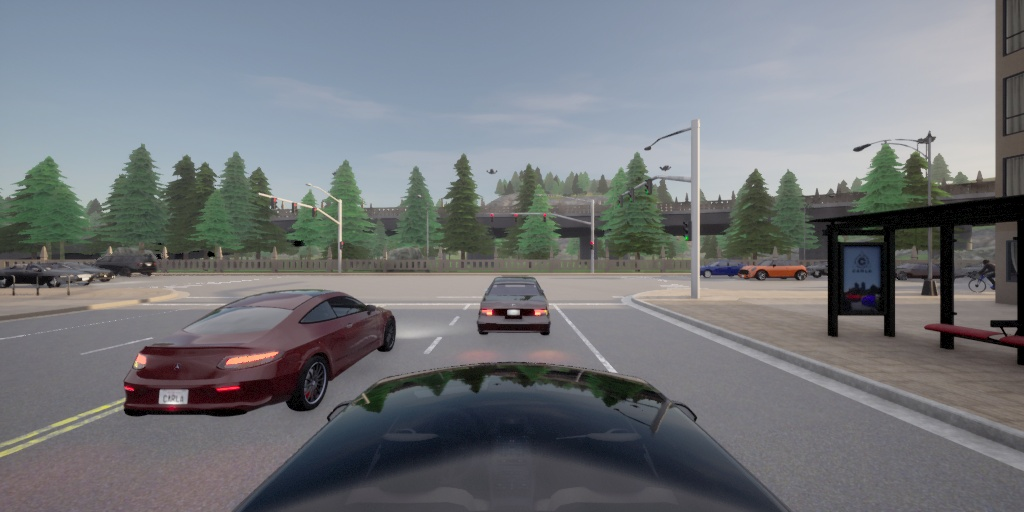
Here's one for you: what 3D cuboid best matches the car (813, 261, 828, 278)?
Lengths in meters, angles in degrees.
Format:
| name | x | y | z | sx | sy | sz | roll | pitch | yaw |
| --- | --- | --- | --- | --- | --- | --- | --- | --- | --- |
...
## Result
| name | x | y | z | sx | sy | sz | roll | pitch | yaw |
| --- | --- | --- | --- | --- | --- | --- | --- | --- | --- |
| car | 28.286 | 1.186 | 32.146 | 4.902 | 1.511 | 2.128 | 0 | 0 | 4 |

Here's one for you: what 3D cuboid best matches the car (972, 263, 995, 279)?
| name | x | y | z | sx | sy | sz | roll | pitch | yaw |
| --- | --- | --- | --- | --- | --- | --- | --- | --- | --- |
| car | 39.550 | 1.258 | 29.983 | 4.181 | 1.385 | 1.994 | 0 | 0 | 20 |

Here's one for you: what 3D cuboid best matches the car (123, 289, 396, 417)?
| name | x | y | z | sx | sy | sz | roll | pitch | yaw |
| --- | --- | --- | --- | --- | --- | --- | --- | --- | --- |
| car | -3.447 | 1.276 | 5.969 | 1.812 | 1.442 | 4.674 | 0 | 0 | 0 |

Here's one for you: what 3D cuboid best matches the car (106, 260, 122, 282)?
| name | x | y | z | sx | sy | sz | roll | pitch | yaw |
| --- | --- | --- | --- | --- | --- | --- | --- | --- | --- |
| car | -31.819 | 1.199 | 25.946 | 4.892 | 1.490 | 1.837 | 0 | 0 | 1 |

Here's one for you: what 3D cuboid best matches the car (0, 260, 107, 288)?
| name | x | y | z | sx | sy | sz | roll | pitch | yaw |
| --- | --- | --- | --- | --- | --- | --- | --- | --- | --- |
| car | -29.168 | 1.186 | 22.392 | 4.902 | 1.511 | 2.128 | 0 | 0 | -2 |

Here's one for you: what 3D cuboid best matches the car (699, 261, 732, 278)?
| name | x | y | z | sx | sy | sz | roll | pitch | yaw |
| --- | --- | --- | --- | --- | --- | --- | --- | --- | --- |
| car | 18.905 | 1.172 | 32.527 | 5.008 | 1.535 | 1.882 | 0 | 0 | 1 |

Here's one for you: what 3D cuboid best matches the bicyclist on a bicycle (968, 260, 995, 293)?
| name | x | y | z | sx | sy | sz | roll | pitch | yaw |
| --- | --- | --- | --- | --- | --- | --- | --- | --- | --- |
| bicyclist on a bicycle | 22.755 | 0.995 | 17.060 | 0.582 | 1.620 | 1.656 | 0 | 0 | 1 |

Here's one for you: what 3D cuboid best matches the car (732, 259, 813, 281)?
| name | x | y | z | sx | sy | sz | roll | pitch | yaw |
| --- | --- | --- | --- | --- | --- | --- | --- | --- | --- |
| car | 20.951 | 1.046 | 28.973 | 4.553 | 1.767 | 2.097 | 0 | 0 | 2 |

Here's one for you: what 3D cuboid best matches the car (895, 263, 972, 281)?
| name | x | y | z | sx | sy | sz | roll | pitch | yaw |
| --- | --- | --- | --- | --- | --- | --- | --- | --- | --- |
| car | 32.015 | 1.242 | 28.408 | 5.357 | 1.411 | 2.033 | 0 | 0 | 8 |

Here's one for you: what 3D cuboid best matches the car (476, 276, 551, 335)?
| name | x | y | z | sx | sy | sz | roll | pitch | yaw |
| --- | --- | --- | --- | --- | --- | --- | --- | --- | --- |
| car | 0.087 | 1.297 | 10.464 | 2.033 | 1.411 | 5.357 | 0 | 0 | 1 |

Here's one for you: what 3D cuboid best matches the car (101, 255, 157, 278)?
| name | x | y | z | sx | sy | sz | roll | pitch | yaw |
| --- | --- | --- | --- | --- | --- | --- | --- | --- | --- |
| car | -36.317 | 0.916 | 33.227 | 5.566 | 2.045 | 2.150 | 0 | 0 | 1 |
